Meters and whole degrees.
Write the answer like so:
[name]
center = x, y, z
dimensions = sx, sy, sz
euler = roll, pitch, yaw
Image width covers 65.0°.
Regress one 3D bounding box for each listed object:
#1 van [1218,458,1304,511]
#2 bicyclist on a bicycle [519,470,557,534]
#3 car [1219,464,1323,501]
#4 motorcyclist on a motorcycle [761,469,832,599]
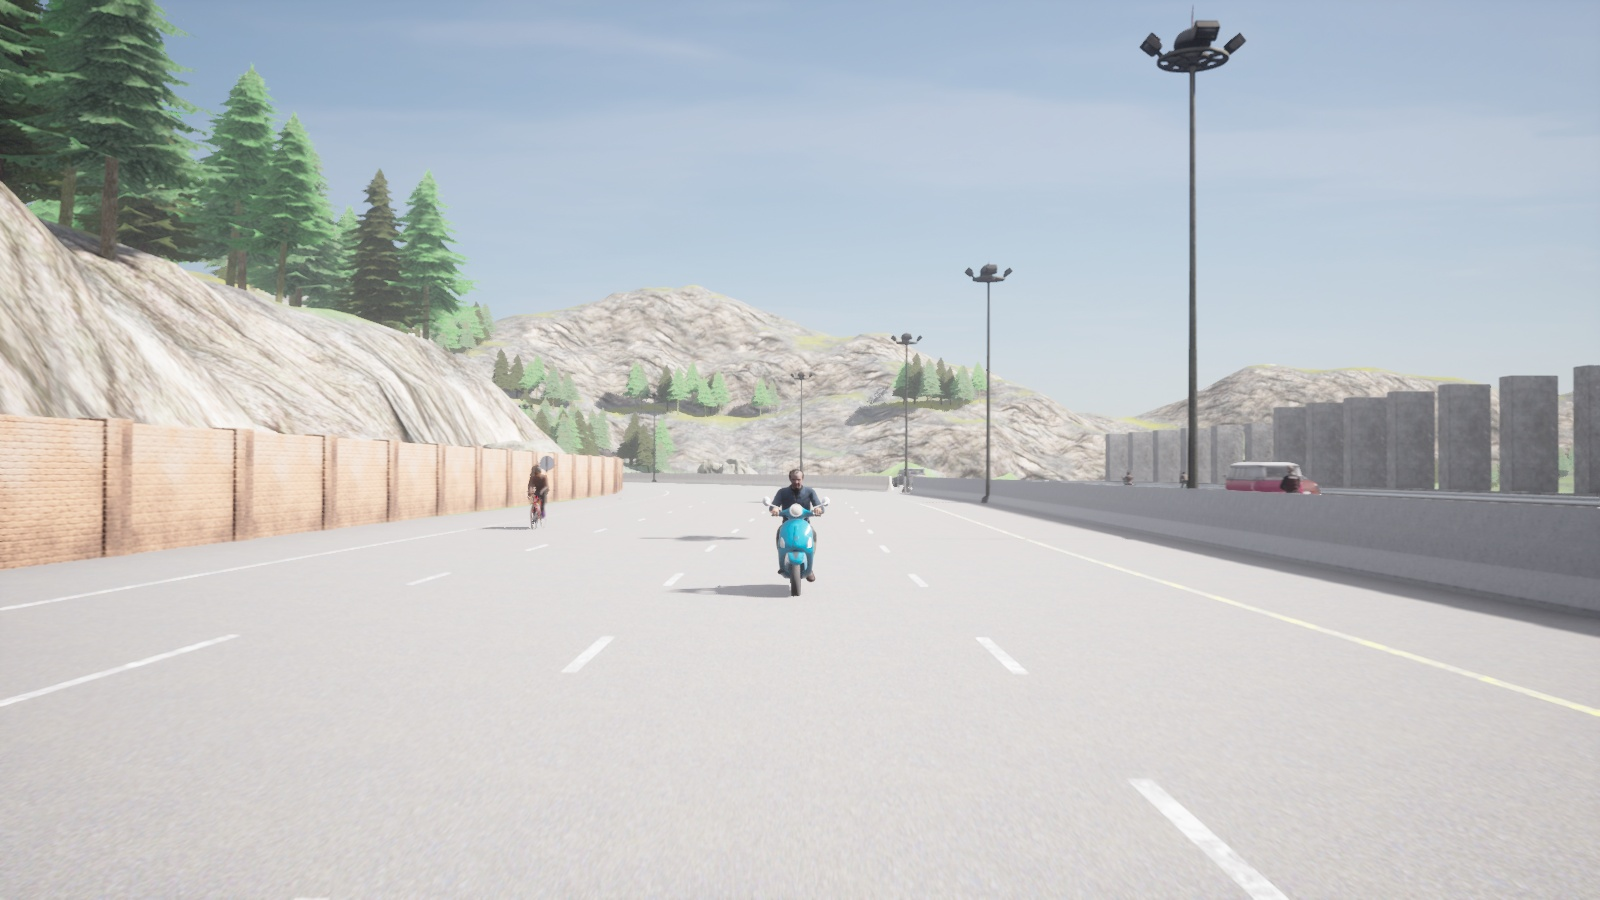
[van]
center = 17.932, 1.317, 49.036
dimensions = 1.775, 1.987, 4.442
euler = 0, -1, 1
[bicyclist on a bicycle]
center = -6.861, 1.347, 32.962
dimensions = 0.582, 1.620, 1.656
euler = 0, -1, 2
[car]
center = 21.905, 1.487, 58.626
dimensions = 2.152, 1.651, 5.027
euler = 0, -1, -13
[motorcyclist on a motorcycle]
center = -0.043, 1.041, 16.273
dimensions = 0.866, 1.590, 1.817
euler = 0, -1, 0
